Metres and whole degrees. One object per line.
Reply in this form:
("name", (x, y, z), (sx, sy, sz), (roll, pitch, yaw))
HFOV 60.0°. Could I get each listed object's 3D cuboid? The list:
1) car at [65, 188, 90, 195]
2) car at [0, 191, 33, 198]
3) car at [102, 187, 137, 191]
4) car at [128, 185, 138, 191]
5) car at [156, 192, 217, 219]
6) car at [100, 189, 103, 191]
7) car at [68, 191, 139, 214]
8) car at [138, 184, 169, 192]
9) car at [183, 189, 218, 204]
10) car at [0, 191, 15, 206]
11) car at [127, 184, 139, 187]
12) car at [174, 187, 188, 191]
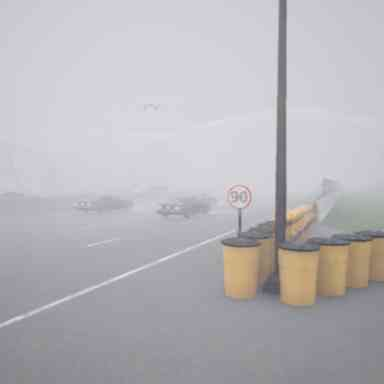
("car", (-17.661, 0.140, 51.940), (1.812, 1.442, 4.674), (1, 2, 26))
("car", (-16.647, 0.661, 29.706), (1.882, 1.535, 5.008), (1, 2, 25))
("car", (-10.815, 0.286, 50.051), (1.895, 1.301, 4.718), (1, 2, 26))
("car", (-9.259, -0.075, 61.483), (1.812, 1.442, 4.674), (1, 2, 26))
("car", (-0.388, 0.962, 22.710), (2.033, 1.411, 5.357), (1, 2, 25))
("car", (-13.310, 0.097, 52.909), (2.128, 1.511, 4.902), (1, 1, 26))
("car", (-6.679, 0.863, 25.779), (2.033, 1.411, 5.357), (1, 2, 25))
("car", (-5.652, -0.141, 52.685), (2.150, 2.045, 5.566), (1, 1, 26))
("car", (1.159, 0.655, 34.140), (1.812, 1.442, 4.674), (1, 1, 25))
("car", (-19.508, 0.684, 31.834), (1.994, 1.385, 4.181), (1, 2, 26))
("car", (-11.461, -0.474, 64.921), (2.150, 2.045, 5.566), (1, 2, 25))
("car", (-1.913, -0.064, 60.641), (2.128, 1.511, 4.902), (1, 2, 26))
